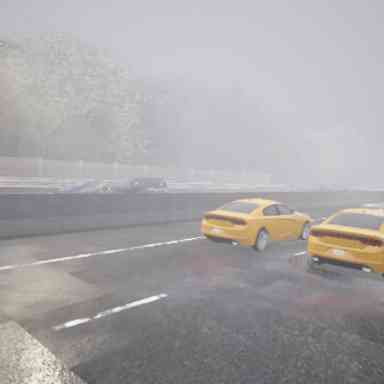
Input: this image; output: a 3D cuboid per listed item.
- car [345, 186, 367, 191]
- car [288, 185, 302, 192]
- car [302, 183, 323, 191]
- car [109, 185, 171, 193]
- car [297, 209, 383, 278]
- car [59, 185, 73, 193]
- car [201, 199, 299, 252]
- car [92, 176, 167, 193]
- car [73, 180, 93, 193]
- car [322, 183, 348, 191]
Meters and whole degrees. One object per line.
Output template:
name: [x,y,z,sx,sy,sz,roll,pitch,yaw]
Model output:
car: [26.421,0.193,52.213,2.033,1.411,5.357,5,4,44]
car: [19.147,-0.526,59.761,1.837,1.490,4.892,5,4,44]
car: [21.662,-0.562,57.315,2.150,2.045,5.566,5,4,44]
car: [-2.673,0.418,21.693,1.895,1.301,4.718,5,4,43]
car: [5.089,1.226,9.434,1.882,1.535,5.008,5,4,43]
car: [-9.441,-0.344,29.767,1.812,1.442,4.674,5,4,44]
car: [2.476,0.999,11.750,1.882,1.535,5.008,5,4,43]
car: [-4.220,-0.193,25.094,2.150,2.045,5.566,5,4,44]
car: [-6.893,-0.116,27.376,1.812,1.442,4.674,5,4,44]
car: [24.216,-0.336,54.937,2.150,2.045,5.566,5,4,44]
